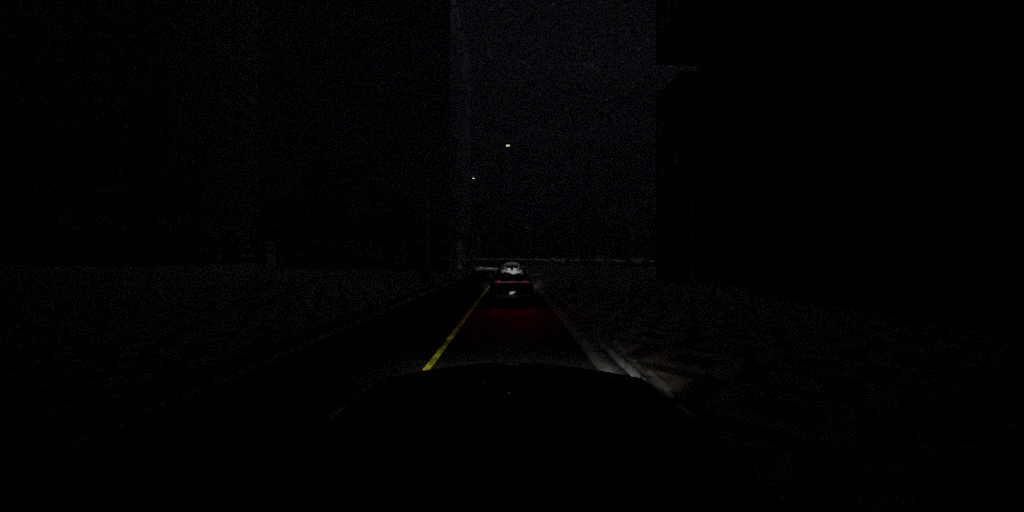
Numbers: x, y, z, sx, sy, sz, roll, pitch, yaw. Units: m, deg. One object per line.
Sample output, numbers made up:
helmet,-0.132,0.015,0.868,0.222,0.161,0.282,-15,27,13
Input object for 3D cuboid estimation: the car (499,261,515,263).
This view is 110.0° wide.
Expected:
car,0.000,1.282,31.500,1.812,1.442,4.674,0,0,0

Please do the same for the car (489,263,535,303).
car,0.000,1.243,16.500,2.128,1.511,4.902,0,0,0

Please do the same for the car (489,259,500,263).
car,-3.000,1.260,63.500,1.882,1.535,5.008,0,0,0
